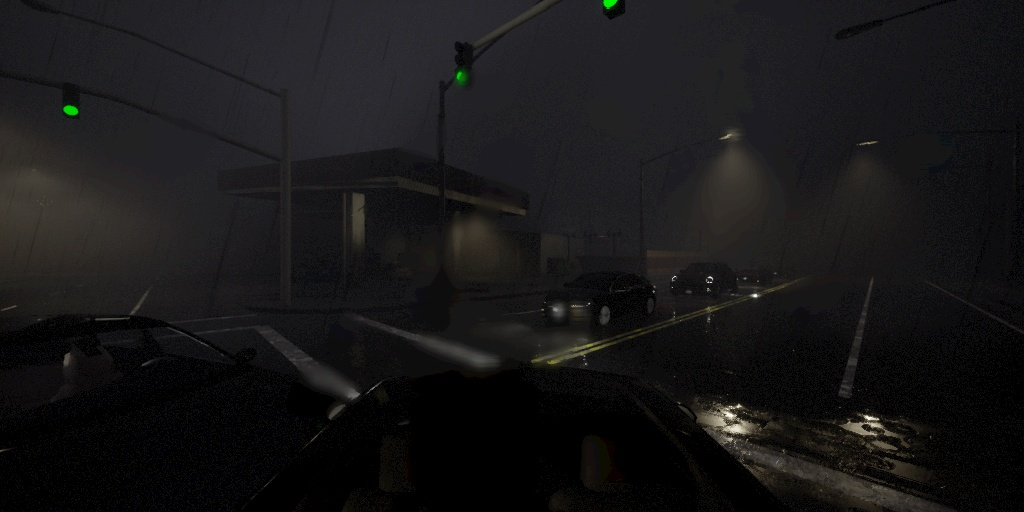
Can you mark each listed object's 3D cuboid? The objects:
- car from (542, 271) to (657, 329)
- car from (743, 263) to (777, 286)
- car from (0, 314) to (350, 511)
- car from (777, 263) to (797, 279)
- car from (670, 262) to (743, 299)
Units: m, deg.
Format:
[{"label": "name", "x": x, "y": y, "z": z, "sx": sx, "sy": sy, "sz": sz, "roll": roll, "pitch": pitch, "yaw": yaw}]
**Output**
[{"label": "car", "x": 2.980, "y": 1.254, "z": 11.573, "sx": 4.892, "sy": 1.490, "sz": 1.837, "roll": 0, "pitch": 0, "yaw": -45}, {"label": "car", "x": 16.863, "y": 1.311, "z": 25.211, "sx": 1.994, "sy": 1.385, "sz": 4.181, "roll": 0, "pitch": 0, "yaw": 45}, {"label": "car", "x": -3.399, "y": 1.242, "z": 2.610, "sx": 4.902, "sy": 1.511, "sz": 2.128, "roll": 0, "pitch": 0, "yaw": 15}, {"label": "car", "x": 24.057, "y": 1.310, "z": 32.203, "sx": 4.181, "sy": 1.385, "sz": 1.994, "roll": 0, "pitch": 0, "yaw": -44}, {"label": "car", "x": 9.877, "y": 1.100, "z": 18.360, "sx": 4.553, "sy": 1.767, "sz": 2.097, "roll": 0, "pitch": 0, "yaw": -44}]
